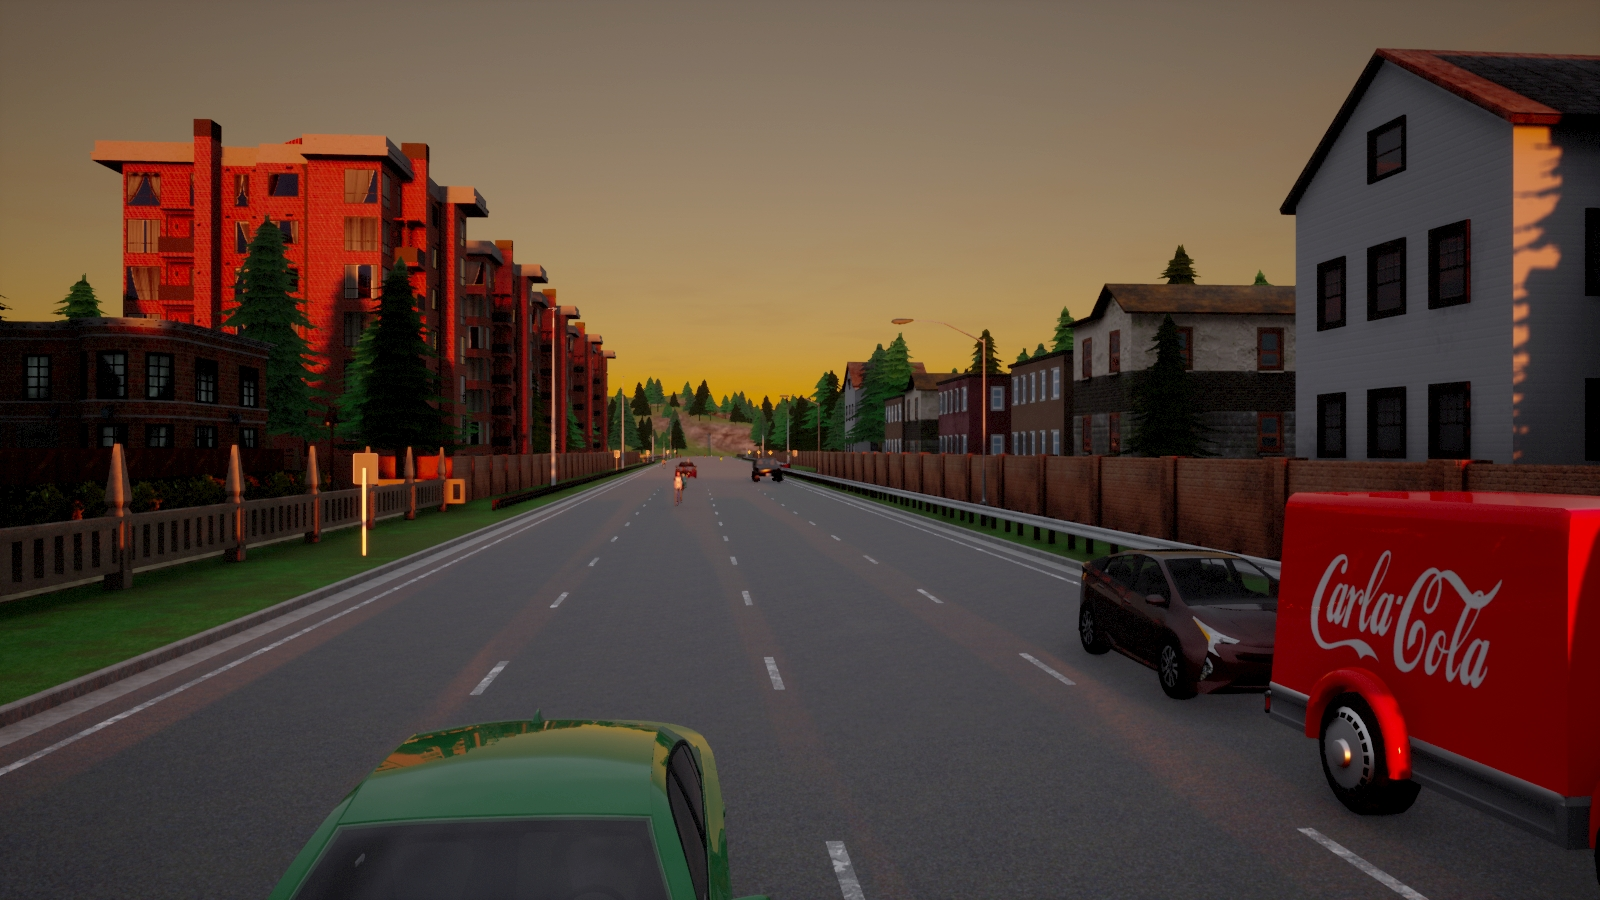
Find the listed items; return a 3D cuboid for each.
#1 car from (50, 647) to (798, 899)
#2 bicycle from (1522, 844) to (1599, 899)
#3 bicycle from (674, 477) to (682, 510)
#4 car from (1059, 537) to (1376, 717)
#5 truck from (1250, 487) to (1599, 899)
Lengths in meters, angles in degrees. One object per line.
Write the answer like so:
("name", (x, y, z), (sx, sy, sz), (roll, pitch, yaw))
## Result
("car", (-1.202, 2.034, 4.748), (2.097, 1.535, 5.006), (0, 0, -5))
("bicycle", (2.623, 2.056, 2.959), (0.373, 1.496, 1.643), (0, 0, -4))
("bicycle", (-5.774, 2.056, 54.184), (0.373, 1.496, 1.643), (0, 0, -5))
("car", (4.945, 2.040, 14.354), (2.007, 1.525, 4.514), (0, 0, -5))
("truck", (5.566, 1.568, 7.740), (2.627, 2.467, 5.204), (0, 0, -5))
